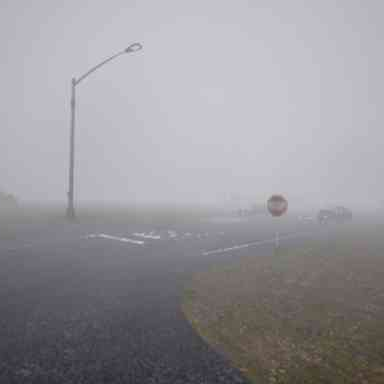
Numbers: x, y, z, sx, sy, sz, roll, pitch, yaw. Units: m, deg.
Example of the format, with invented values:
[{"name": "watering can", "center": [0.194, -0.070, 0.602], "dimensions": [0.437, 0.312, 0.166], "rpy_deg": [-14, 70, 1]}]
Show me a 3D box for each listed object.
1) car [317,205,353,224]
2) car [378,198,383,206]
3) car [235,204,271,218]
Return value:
[{"name": "car", "center": [12.439, 1.875, 28.853], "dimensions": [1.812, 1.442, 4.674], "rpy_deg": [2, 0, 42]}, {"name": "car", "center": [42.203, 2.197, 72.706], "dimensions": [2.097, 1.767, 4.553], "rpy_deg": [2, 0, 42]}, {"name": "car", "center": [6.210, 1.807, 32.391], "dimensions": [1.895, 1.301, 4.718], "rpy_deg": [2, 1, 42]}]
